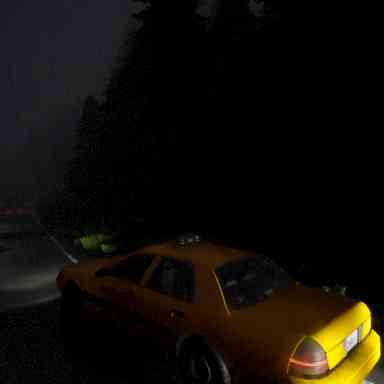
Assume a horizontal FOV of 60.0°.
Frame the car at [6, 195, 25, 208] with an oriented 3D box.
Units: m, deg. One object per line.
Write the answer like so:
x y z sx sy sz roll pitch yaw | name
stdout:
-21.212 1.058 40.009 2.128 1.511 4.902 -2 2 -27 | car

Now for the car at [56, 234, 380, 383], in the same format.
-0.258 1.418 5.071 5.366 1.575 1.801 1 1 44 | car
